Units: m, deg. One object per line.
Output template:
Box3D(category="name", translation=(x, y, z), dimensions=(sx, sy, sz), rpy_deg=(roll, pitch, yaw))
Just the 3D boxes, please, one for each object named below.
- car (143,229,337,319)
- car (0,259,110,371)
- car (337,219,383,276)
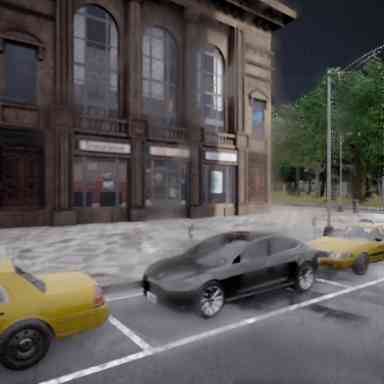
Box3D(category="car", translation=(1.041, 1.578, 7.392), dimensions=(4.313, 1.339, 1.947), rpy_deg=(0, 0, -36))
Box3D(category="car", translation=(-3.524, 1.524, 4.136), dimensions=(4.829, 1.417, 1.752), rpy_deg=(0, 0, -35))
Box3D(category="car", translation=(5.329, 1.551, 10.452), dimensions=(4.829, 1.417, 1.752), rpy_deg=(0, 0, -36))
